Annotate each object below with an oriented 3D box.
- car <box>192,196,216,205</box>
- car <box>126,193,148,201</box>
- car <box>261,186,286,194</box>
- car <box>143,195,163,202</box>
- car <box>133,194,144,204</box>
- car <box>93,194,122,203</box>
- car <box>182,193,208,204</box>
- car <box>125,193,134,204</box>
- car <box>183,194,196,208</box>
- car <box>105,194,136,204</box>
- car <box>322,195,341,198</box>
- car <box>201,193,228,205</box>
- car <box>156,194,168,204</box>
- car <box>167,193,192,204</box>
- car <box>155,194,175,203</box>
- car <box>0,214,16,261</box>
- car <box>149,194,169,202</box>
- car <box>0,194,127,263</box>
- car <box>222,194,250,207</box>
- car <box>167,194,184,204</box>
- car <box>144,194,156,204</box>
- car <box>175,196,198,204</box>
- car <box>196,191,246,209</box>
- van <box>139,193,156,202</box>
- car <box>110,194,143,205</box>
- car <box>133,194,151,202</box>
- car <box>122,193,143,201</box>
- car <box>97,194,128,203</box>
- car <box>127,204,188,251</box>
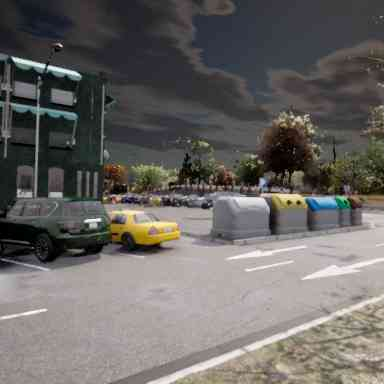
[{"bbox_3d":[2.422,1.670,64.678,2.231,1.521,4.892,1,-2,35],"label":"car"},{"bbox_3d":[-14.811,1.421,89.471,2.435,2.045,5.566,1,-2,35],"label":"car"},{"bbox_3d":[14.485,-0.270,59.554,2.097,1.767,4.553,2,3,-34],"label":"car"},{"bbox_3d":[-9.632,1.675,82.051,2.231,1.521,4.892,1,-2,35],"label":"car"},{"bbox_3d":[-5.209,1.148,46.001,2.231,1.521,4.892,0,-1,35],"label":"car"},{"bbox_3d":[-15.335,1.181,60.610,2.163,1.488,4.792,0,-1,35],"label":"car"},{"bbox_3d":[0.699,1.418,67.142,2.435,2.045,5.566,1,-2,35],"label":"car"},{"bbox_3d":[-6.911,1.177,48.410,2.163,1.488,4.792,1,-1,35],"label":"car"},{"bbox_3d":[1.544,1.185,36.289,2.002,1.452,4.674,1,0,35],"label":"car"},{"bbox_3d":[-11.968,1.150,55.728,2.097,1.535,5.008,1,-1,35],"label":"car"},{"bbox_3d":[17.982,1.414,42.380,2.435,2.045,5.566,1,-2,35],"label":"car"},{"bbox_3d":[4.191,1.419,62.228,2.435,2.045,5.566,1,-2,35],"label":"car"},{"bbox_3d":[-1.851,1.020,41.125,2.185,1.767,4.553,0,-1,35],"label":"car"},{"bbox_3d":[-2.714,1.422,72.154,2.435,2.045,5.566,1,-2,35],"label":"car"},{"bbox_3d":[-6.204,1.546,77.066,2.185,1.767,4.553,1,-2,35],"label":"car"},{"bbox_3d":[-7.784,1.505,10.374,4.674,1.452,2.002,-1,-1,35],"label":"car"},{"bbox_3d":[-7.940,1.546,79.548,2.185,1.767,4.553,1,-2,35],"label":"car"},{"bbox_3d":[-5.352,1.207,12.133,5.566,2.045,2.435,-1,0,35],"label":"car"},{"bbox_3d":[7.609,1.416,57.216,2.435,2.045,5.566,1,-2,35],"label":"car"},{"bbox_3d":[-0.148,1.146,38.715,2.231,1.521,4.892,0,-1,35],"label":"car"},{"bbox_3d":[-3.422,1.146,43.732,1.946,1.575,5.366,0,-1,35],"label":"car"},{"bbox_3d":[-1.117,1.660,69.488,1.946,1.575,5.366,1,-2,35],"label":"car"},{"bbox_3d":[3.229,0.892,33.836,2.435,2.045,5.566,1,-1,35],"label":"car"},{"bbox_3d":[-11.292,1.452,84.633,1.878,1.987,4.442,1,-2,35],"label":"van"},{"bbox_3d":[-10.377,1.143,53.140,1.946,1.575,5.366,1,0,35],"label":"car"},{"bbox_3d":[-13.060,1.549,87.037,2.185,1.767,4.553,1,-2,35],"label":"car"},{"bbox_3d":[-16.525,1.422,92.007,2.435,2.045,5.566,1,-2,35],"label":"car"},{"bbox_3d":[-13.754,1.145,57.999,1.946,1.575,5.366,1,0,35],"label":"car"},{"bbox_3d":[-3.012,1.444,13.975,5.366,1.575,1.946,-1,0,35],"label":"car"}]
